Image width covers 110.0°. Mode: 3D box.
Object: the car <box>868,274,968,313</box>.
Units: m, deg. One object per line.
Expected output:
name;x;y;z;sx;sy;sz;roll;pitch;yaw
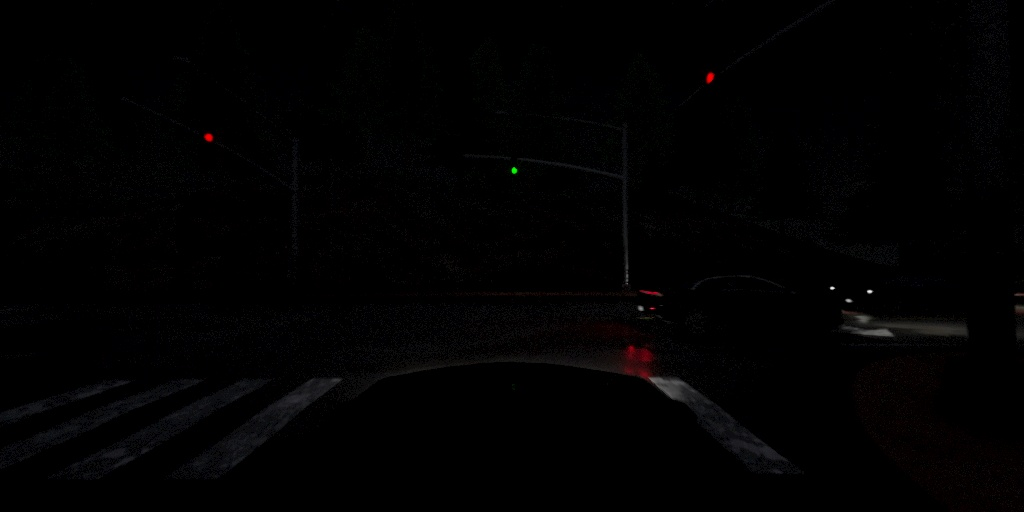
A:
car;14.418;1.310;13.026;4.718;1.301;1.895;0;-1;0

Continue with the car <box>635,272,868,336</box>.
car;5.794;1.161;9.423;4.902;1.511;2.128;0;-1;0
